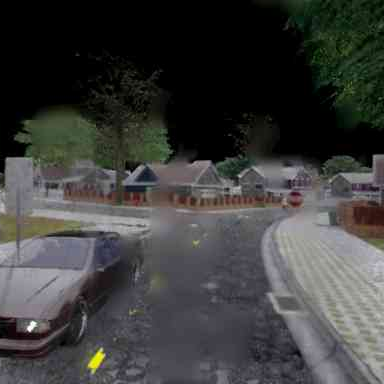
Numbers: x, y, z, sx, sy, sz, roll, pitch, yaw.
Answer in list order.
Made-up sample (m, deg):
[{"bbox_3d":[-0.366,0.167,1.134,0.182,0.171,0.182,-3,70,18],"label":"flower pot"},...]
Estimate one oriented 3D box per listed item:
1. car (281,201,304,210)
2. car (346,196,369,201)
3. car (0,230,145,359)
[{"bbox_3d":[14.105,1.723,46.553,1.882,1.535,5.008,1,1,39],"label":"car"},{"bbox_3d":[30.575,1.775,61.387,5.566,2.045,2.150,1,0,-34],"label":"car"},{"bbox_3d":[-2.343,1.502,6.579,2.033,1.411,5.357,1,0,6],"label":"car"}]
